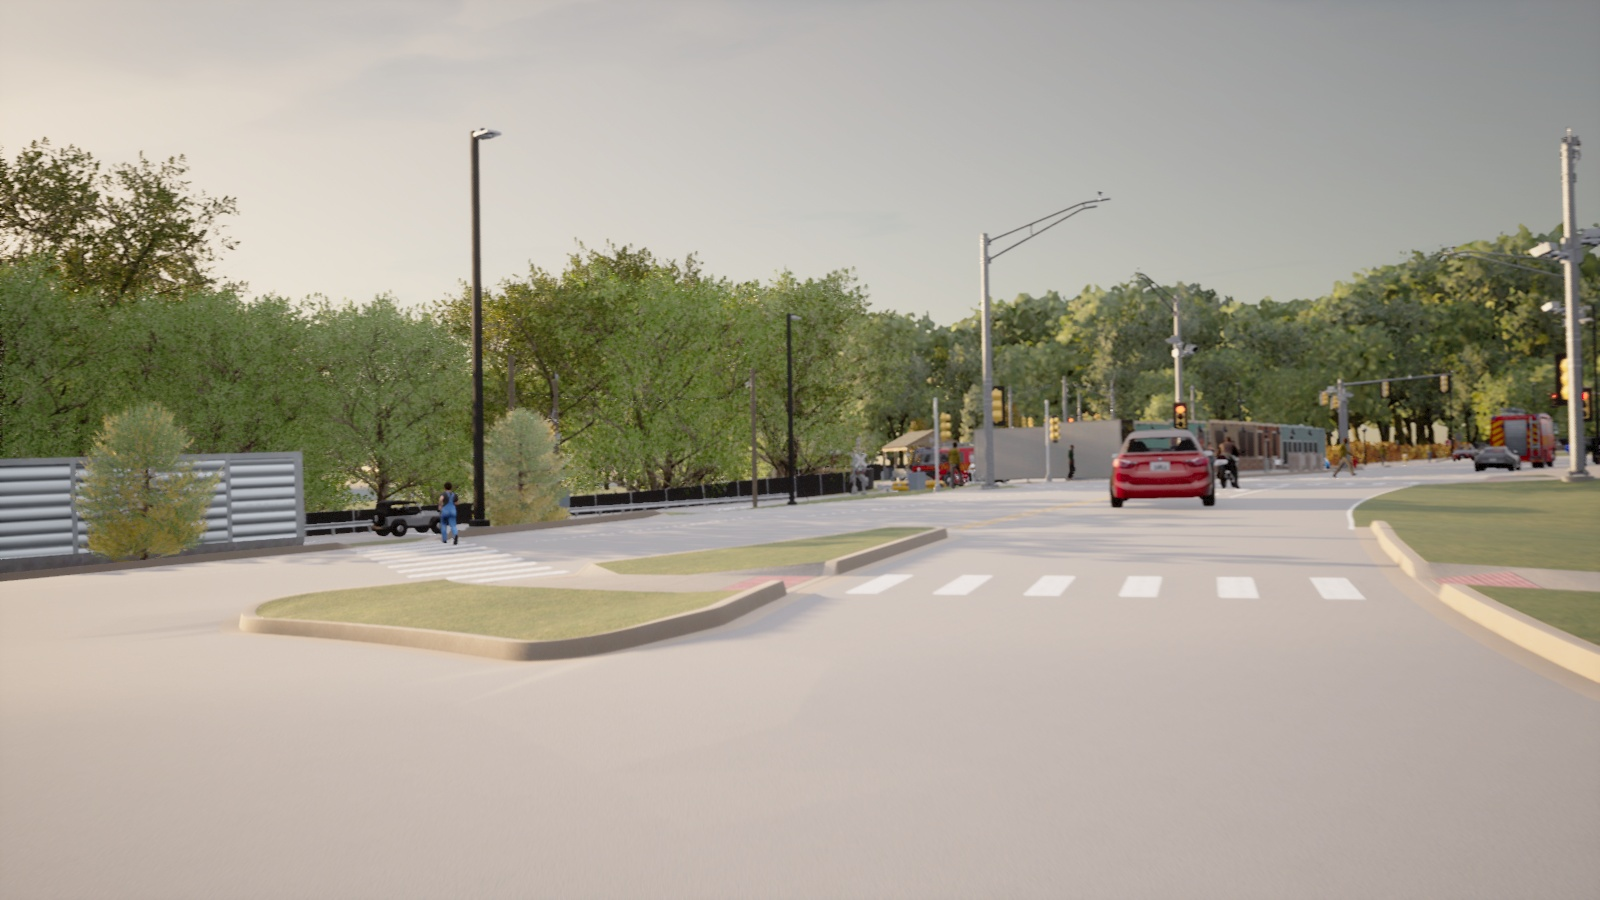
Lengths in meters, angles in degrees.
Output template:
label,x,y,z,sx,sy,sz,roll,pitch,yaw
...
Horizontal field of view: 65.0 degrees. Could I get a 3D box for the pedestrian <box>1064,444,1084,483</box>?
label,x,y,z,sx,sy,sz,roll,pitch,yaw
pedestrian,13.691,0.669,62.761,0.788,1.949,0.423,-2,-2,39

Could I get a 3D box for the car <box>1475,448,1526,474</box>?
label,x,y,z,sx,sy,sz,roll,pitch,yaw
car,39.436,0.627,70.656,1.994,1.385,4.181,-2,-1,36

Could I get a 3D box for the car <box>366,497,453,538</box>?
label,x,y,z,sx,sy,sz,roll,pitch,yaw
car,-20.479,3.497,65.954,1.905,1.878,3.866,-2,0,42

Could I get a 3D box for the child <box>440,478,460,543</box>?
label,x,y,z,sx,sy,sz,roll,pitch,yaw
child,-6.855,1.175,24.591,0.270,1.263,0.437,0,-1,-27

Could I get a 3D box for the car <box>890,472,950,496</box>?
label,x,y,z,sx,sy,sz,roll,pitch,yaw
car,9.413,2.650,98.334,1.801,1.575,5.366,-1,1,43

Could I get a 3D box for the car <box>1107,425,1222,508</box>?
label,x,y,z,sx,sy,sz,roll,pitch,yaw
car,8.213,0.335,28.234,2.242,1.667,4.611,-2,0,17

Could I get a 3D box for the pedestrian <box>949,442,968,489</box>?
label,x,y,z,sx,sy,sz,roll,pitch,yaw
pedestrian,6.205,0.616,49.175,0.431,1.840,0.709,-2,-2,35

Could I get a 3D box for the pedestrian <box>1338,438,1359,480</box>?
label,x,y,z,sx,sy,sz,roll,pitch,yaw
pedestrian,24.104,0.383,55.195,0.726,1.835,0.370,-2,-2,32

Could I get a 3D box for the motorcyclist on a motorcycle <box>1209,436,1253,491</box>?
label,x,y,z,sx,sy,sz,roll,pitch,yaw
motorcyclist on a motorcycle,12.374,0.395,36.039,0.797,1.523,2.044,-2,-1,30

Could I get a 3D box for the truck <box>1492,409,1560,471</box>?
label,x,y,z,sx,sy,sz,roll,pitch,yaw
truck,47.216,-0.606,81.536,2.891,3.827,8.468,-2,-1,36
